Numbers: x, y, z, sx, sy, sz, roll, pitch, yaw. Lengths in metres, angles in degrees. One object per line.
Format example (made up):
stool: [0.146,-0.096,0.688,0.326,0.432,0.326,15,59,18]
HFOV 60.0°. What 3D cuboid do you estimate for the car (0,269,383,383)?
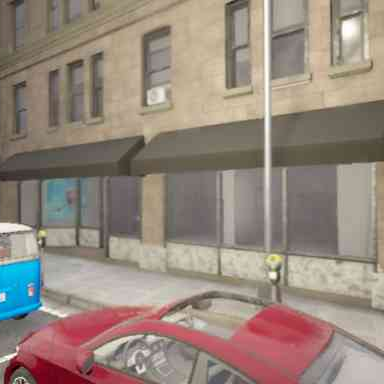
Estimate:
car: [0.040,1.597,2.933,4.206,1.307,1.802,-1,0,35]

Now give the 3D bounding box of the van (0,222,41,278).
van: [-4.483,1.412,6.157,3.998,1.788,1.690,-1,0,35]
